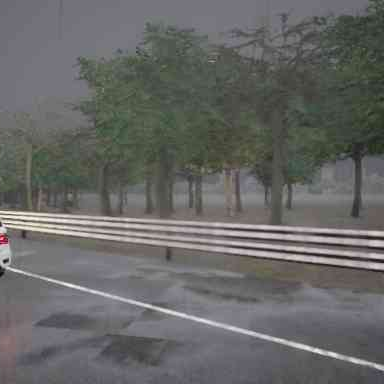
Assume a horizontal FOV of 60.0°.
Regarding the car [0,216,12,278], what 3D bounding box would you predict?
[{"bbox_3d":[-7.148,1.346,9.275,5.566,2.045,2.150,-1,0,38],"label":"car"}]
